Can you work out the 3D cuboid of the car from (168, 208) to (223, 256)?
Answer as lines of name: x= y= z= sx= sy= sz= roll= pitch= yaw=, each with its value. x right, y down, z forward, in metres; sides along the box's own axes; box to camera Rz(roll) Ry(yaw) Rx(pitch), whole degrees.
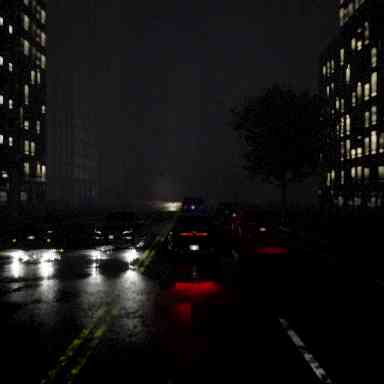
car: x=0.087 y=1.625 z=13.569 sx=1.837 sy=1.490 sz=4.892 roll=0 pitch=0 yaw=0

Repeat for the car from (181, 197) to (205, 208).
car: x=0.087 y=1.490 z=32.058 sx=2.150 sy=2.045 sz=5.566 roll=0 pitch=-1 yaw=0

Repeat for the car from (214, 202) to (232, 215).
car: x=3.338 y=1.764 z=34.255 sx=1.882 sy=1.535 sz=5.008 roll=0 pitch=0 yaw=0

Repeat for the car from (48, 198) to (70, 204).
car: x=-28.214 y=1.932 z=70.629 sx=4.507 sy=1.381 sz=1.887 roll=0 pitch=0 yaw=1

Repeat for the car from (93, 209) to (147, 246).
car: x=-3.356 y=1.648 z=16.228 sx=1.837 sy=1.490 sz=4.892 roll=0 pitch=-1 yaw=0

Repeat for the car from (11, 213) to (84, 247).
car: x=-6.606 y=1.701 z=15.669 sx=1.994 sy=1.385 sz=4.181 roll=0 pitch=-1 yaw=0

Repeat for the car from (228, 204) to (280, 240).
car: x=3.339 y=1.636 z=18.113 sx=1.882 sy=1.535 sz=5.008 roll=0 pitch=-1 yaw=0

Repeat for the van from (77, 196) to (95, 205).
van: x=-22.675 y=1.754 z=70.585 sx=3.998 sy=1.788 sz=1.690 roll=0 pitch=0 yaw=1
